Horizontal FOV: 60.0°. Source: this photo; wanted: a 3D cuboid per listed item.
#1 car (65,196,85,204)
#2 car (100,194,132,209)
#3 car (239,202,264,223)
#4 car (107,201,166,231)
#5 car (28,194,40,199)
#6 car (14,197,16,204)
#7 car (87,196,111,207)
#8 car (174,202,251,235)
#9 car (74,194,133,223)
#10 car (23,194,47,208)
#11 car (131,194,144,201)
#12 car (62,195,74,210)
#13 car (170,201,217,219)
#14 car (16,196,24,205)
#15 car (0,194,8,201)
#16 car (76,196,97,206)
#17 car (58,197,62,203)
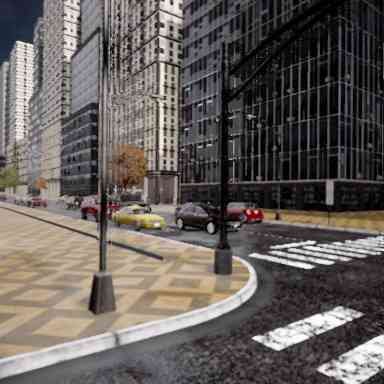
[{"bbox_3d":[-20.223,1.360,57.532,2.008,1.369,4.403,1,0,-36],"label":"car"},{"bbox_3d":[-10.101,1.242,43.844,2.192,1.841,5.009,1,0,-36],"label":"car"},{"bbox_3d":[3.494,1.512,25.664,1.967,1.590,4.097,1,0,-36],"label":"car"},{"bbox_3d":[-3.354,1.493,20.392,1.752,1.417,4.829,1,0,-36],"label":"car"},{"bbox_3d":[-40.461,1.105,84.915,1.947,1.339,4.313,1,0,-36],"label":"car"},{"bbox_3d":[-26.966,1.258,52.556,2.008,1.369,4.403,1,0,-36],"label":"car"},{"bbox_3d":[-13.579,1.413,48.542,1.752,1.417,4.829,1,0,-36],"label":"car"},{"bbox_3d":[0.841,1.525,19.283,1.837,1.490,4.892,1,0,-36],"label":"car"},{"bbox_3d":[-6.803,1.248,25.114,2.192,1.841,5.009,1,0,-36],"label":"car"},{"bbox_3d":[-20.219,1.332,43.428,1.887,1.381,4.507,1,0,-36],"label":"car"},{"bbox_3d":[-5.454,1.179,27.790,2.150,2.045,5.566,1,0,-37],"label":"car"},{"bbox_3d":[-12.964,1.382,37.994,1.837,1.490,4.892,1,0,-36],"label":"car"},{"bbox_3d":[0.092,1.588,30.212,2.008,1.369,4.403,1,0,-36],"label":"car"},{"bbox_3d":[-23.593,1.298,47.992,2.008,1.369,4.403,1,0,-36],"label":"car"},{"bbox_3d":[-40.459,1.076,70.814,1.887,1.381,4.507,1,0,-36],"label":"car"},{"bbox_3d":[-16.850,1.394,52.969,1.887,1.381,4.507,1,0,-36],"label":"car"},{"bbox_3d":[-23.697,1.291,62.233,1.752,1.417,4.829,1,0,-36],"label":"car"}]
